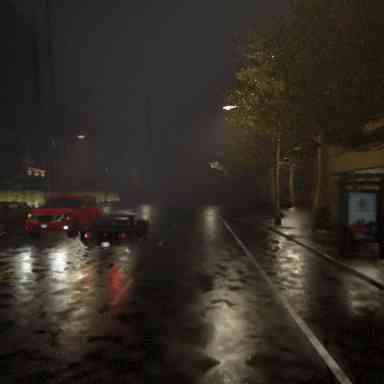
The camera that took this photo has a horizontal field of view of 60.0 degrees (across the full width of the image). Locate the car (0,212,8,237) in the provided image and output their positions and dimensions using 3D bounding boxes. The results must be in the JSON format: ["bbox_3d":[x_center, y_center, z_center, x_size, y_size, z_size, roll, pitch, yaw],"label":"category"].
[{"bbox_3d":[-6.894,1.461,8.086,1.837,1.490,4.892,0,0,2],"label":"car"}]

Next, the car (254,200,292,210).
[{"bbox_3d":[10.773,1.705,44.049,4.718,1.301,1.895,0,0,-11],"label":"car"}]

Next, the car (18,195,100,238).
[{"bbox_3d":[-6.585,1.186,17.756,2.150,2.045,5.566,0,0,2],"label":"car"}]

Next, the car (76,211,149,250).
[{"bbox_3d":[-3.021,1.588,14.144,1.895,1.301,4.718,0,0,2],"label":"car"}]

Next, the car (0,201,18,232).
[{"bbox_3d":[-10.100,1.291,17.447,2.097,1.767,4.553,0,0,2],"label":"car"}]
